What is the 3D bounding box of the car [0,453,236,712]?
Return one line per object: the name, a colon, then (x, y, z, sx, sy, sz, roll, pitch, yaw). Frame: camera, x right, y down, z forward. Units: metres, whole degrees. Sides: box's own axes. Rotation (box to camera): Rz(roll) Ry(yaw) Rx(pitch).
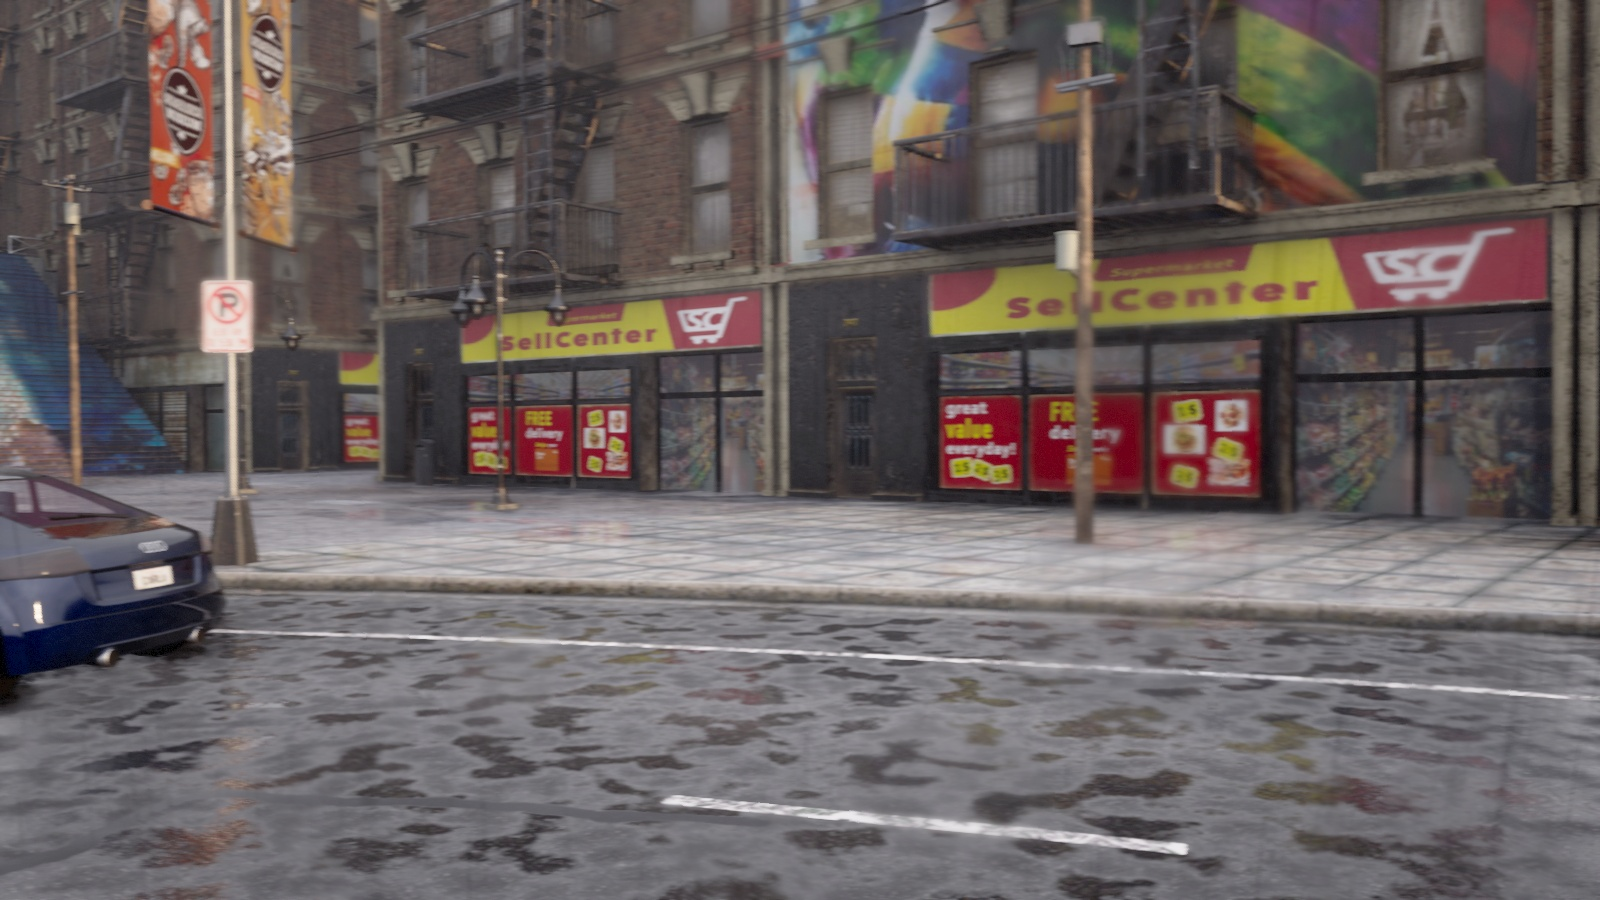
car: (-6.220, 0.727, 8.248, 4.181, 1.385, 1.994, 0, 1, 9)
